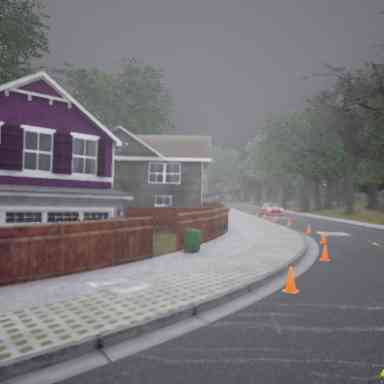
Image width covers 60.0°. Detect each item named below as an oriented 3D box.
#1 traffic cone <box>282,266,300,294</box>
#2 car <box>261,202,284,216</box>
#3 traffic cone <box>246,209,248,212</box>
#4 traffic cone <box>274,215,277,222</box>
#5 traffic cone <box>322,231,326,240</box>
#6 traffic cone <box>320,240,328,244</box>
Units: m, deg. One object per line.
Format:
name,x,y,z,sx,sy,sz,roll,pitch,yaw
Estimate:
traffic cone,2.387,2.089,7.995,0.340,0.580,0.340,0,-1,37
car,9.966,2.049,41.206,2.097,1.767,4.553,1,-1,2
traffic cone,8.362,2.770,50.427,0.340,0.580,0.340,1,-1,2
traffic cone,7.645,2.417,30.440,0.340,0.580,0.340,1,-1,2
traffic cone,6.394,2.198,16.126,0.340,0.580,0.340,1,0,16
traffic cone,4.757,2.144,11.880,0.340,0.580,0.340,0,-1,26
